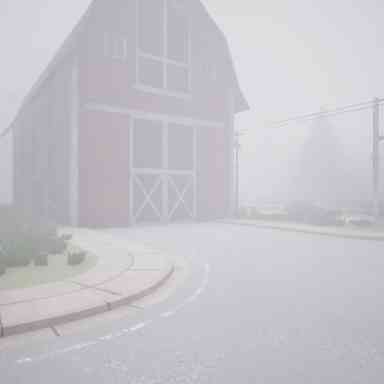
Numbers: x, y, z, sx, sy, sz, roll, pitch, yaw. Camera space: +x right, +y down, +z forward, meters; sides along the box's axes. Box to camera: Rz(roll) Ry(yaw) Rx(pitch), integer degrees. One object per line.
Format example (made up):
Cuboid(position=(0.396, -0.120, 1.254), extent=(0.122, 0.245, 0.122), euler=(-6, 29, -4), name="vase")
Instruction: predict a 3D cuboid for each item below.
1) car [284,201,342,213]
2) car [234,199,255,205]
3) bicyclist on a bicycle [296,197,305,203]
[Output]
Cuboid(position=(10.930, 1.574, 30.599), extent=(2.033, 1.411, 5.357), euler=(0, 0, -35), name="car")
Cuboid(position=(5.498, 1.552, 38.480), extent=(1.812, 1.442, 4.674), euler=(0, 0, -34), name="car")
Cuboid(position=(13.252, 1.322, 40.222), extent=(1.656, 1.620, 0.582), euler=(46, -25, -24), name="bicyclist on a bicycle")
